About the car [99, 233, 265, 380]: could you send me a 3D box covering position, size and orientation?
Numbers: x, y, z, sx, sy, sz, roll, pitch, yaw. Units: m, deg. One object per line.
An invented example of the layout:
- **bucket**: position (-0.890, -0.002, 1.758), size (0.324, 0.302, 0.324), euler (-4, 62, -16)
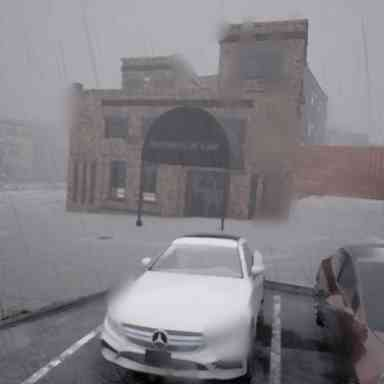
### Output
- **car**: position (0.245, 1.490, 5.724), size (2.002, 1.452, 4.674), euler (1, 0, 15)

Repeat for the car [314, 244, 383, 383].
- **car**: position (2.661, 1.499, 4.010), size (2.163, 1.488, 4.792), euler (1, 0, 15)
